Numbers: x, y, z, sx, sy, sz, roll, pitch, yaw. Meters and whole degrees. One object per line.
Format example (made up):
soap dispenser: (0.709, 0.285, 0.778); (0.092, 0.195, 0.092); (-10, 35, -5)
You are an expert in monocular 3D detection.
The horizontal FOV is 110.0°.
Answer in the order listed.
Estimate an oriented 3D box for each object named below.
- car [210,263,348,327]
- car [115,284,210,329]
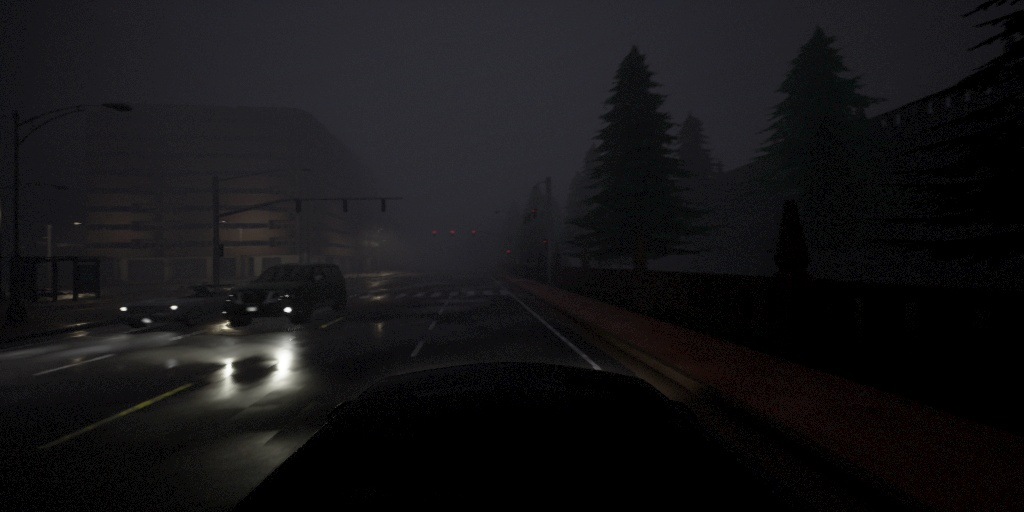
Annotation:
car: (-8.088, 1.297, 13.524); (2.150, 2.045, 5.566); (-1, -1, -6)
car: (-11.581, 1.746, 13.360); (1.895, 1.301, 4.718); (-1, -1, -6)
